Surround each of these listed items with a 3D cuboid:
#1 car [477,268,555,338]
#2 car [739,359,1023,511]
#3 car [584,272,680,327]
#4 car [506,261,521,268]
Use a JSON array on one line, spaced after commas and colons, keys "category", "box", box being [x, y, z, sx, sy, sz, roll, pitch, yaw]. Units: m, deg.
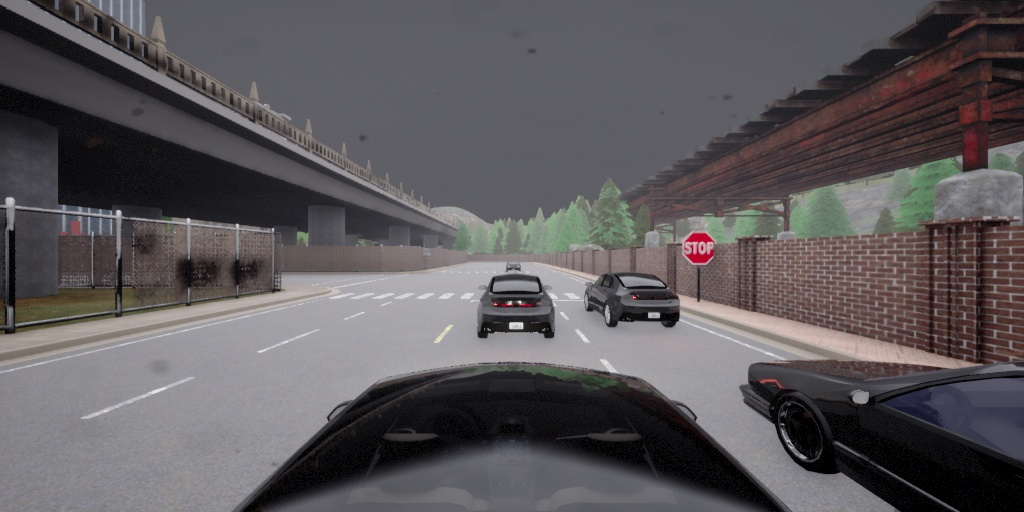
[{"category": "car", "box": [0.096, 1.255, 10.126, 1.837, 1.490, 4.892, 0, 0, 0]}, {"category": "car", "box": [3.600, 1.297, 1.741, 2.033, 1.411, 5.357, 0, 0, 0]}, {"category": "car", "box": [3.597, 1.255, 11.487, 1.837, 1.490, 4.892, 0, 0, 0]}, {"category": "car", "box": [0.168, 1.351, 46.379, 1.895, 1.301, 4.718, 0, 0, -1]}]
